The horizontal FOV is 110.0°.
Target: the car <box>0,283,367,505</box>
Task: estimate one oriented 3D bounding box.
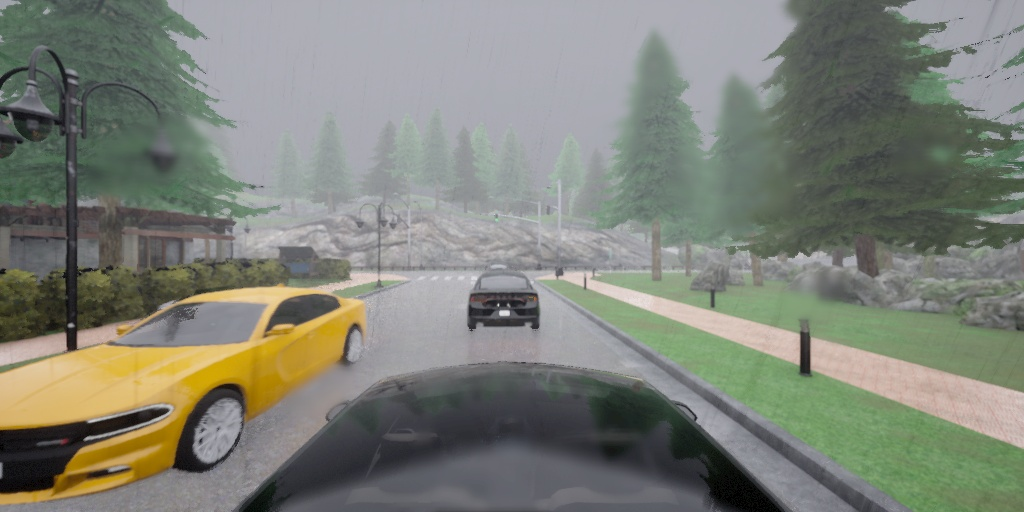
[{"bbox_3d":[-3.724,1.212,4.989,1.882,1.535,5.008,0,0,-1],"label":"car"}]

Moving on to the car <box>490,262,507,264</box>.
[{"bbox_3d":[-0.997,1.164,26.184,1.812,1.442,4.674,0,0,-3],"label":"car"}]

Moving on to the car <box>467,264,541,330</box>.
[{"bbox_3d":[-0.283,1.185,10.963,1.882,1.535,5.008,0,0,-2],"label":"car"}]
